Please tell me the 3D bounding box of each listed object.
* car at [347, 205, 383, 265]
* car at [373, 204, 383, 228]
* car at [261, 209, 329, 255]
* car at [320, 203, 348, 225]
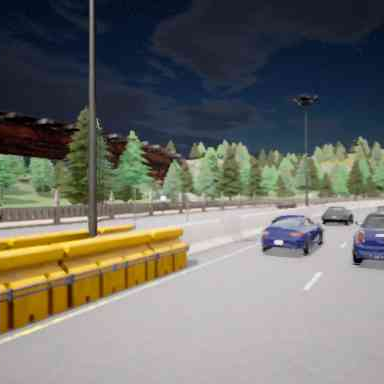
[{"bbox_3d":[6.973,1.467,11.733,2.097,1.767,4.553,-1,-1,31],"label":"car"},{"bbox_3d":[14.624,1.749,24.778,1.837,1.490,4.892,-1,-1,31],"label":"car"},{"bbox_3d":[4.344,1.689,14.158,1.812,1.442,4.674,-1,-1,31],"label":"car"},{"bbox_3d":[11.709,1.851,26.723,1.994,1.385,4.181,-1,-1,31],"label":"car"}]
